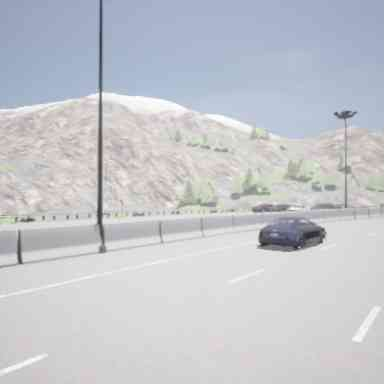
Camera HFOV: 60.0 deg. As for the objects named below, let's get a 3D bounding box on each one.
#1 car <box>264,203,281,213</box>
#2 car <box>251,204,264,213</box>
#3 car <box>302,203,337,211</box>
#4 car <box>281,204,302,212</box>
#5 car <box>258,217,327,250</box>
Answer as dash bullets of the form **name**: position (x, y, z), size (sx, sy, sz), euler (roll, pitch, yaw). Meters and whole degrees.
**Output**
- **car**: position (13.132, 2.476, 48.627), size (4.892, 1.490, 1.837), euler (2, -2, -39)
- **car**: position (11.301, 2.536, 51.637), size (4.892, 1.490, 1.837), euler (1, -2, -39)
- **car**: position (16.588, 2.198, 42.419), size (4.553, 1.767, 2.097), euler (1, -1, -39)
- **car**: position (14.600, 2.429, 45.315), size (4.674, 1.442, 1.812), euler (1, -1, -39)
- **car**: position (4.951, 1.890, 16.187), size (1.994, 1.385, 4.181), euler (-1, -1, 41)
